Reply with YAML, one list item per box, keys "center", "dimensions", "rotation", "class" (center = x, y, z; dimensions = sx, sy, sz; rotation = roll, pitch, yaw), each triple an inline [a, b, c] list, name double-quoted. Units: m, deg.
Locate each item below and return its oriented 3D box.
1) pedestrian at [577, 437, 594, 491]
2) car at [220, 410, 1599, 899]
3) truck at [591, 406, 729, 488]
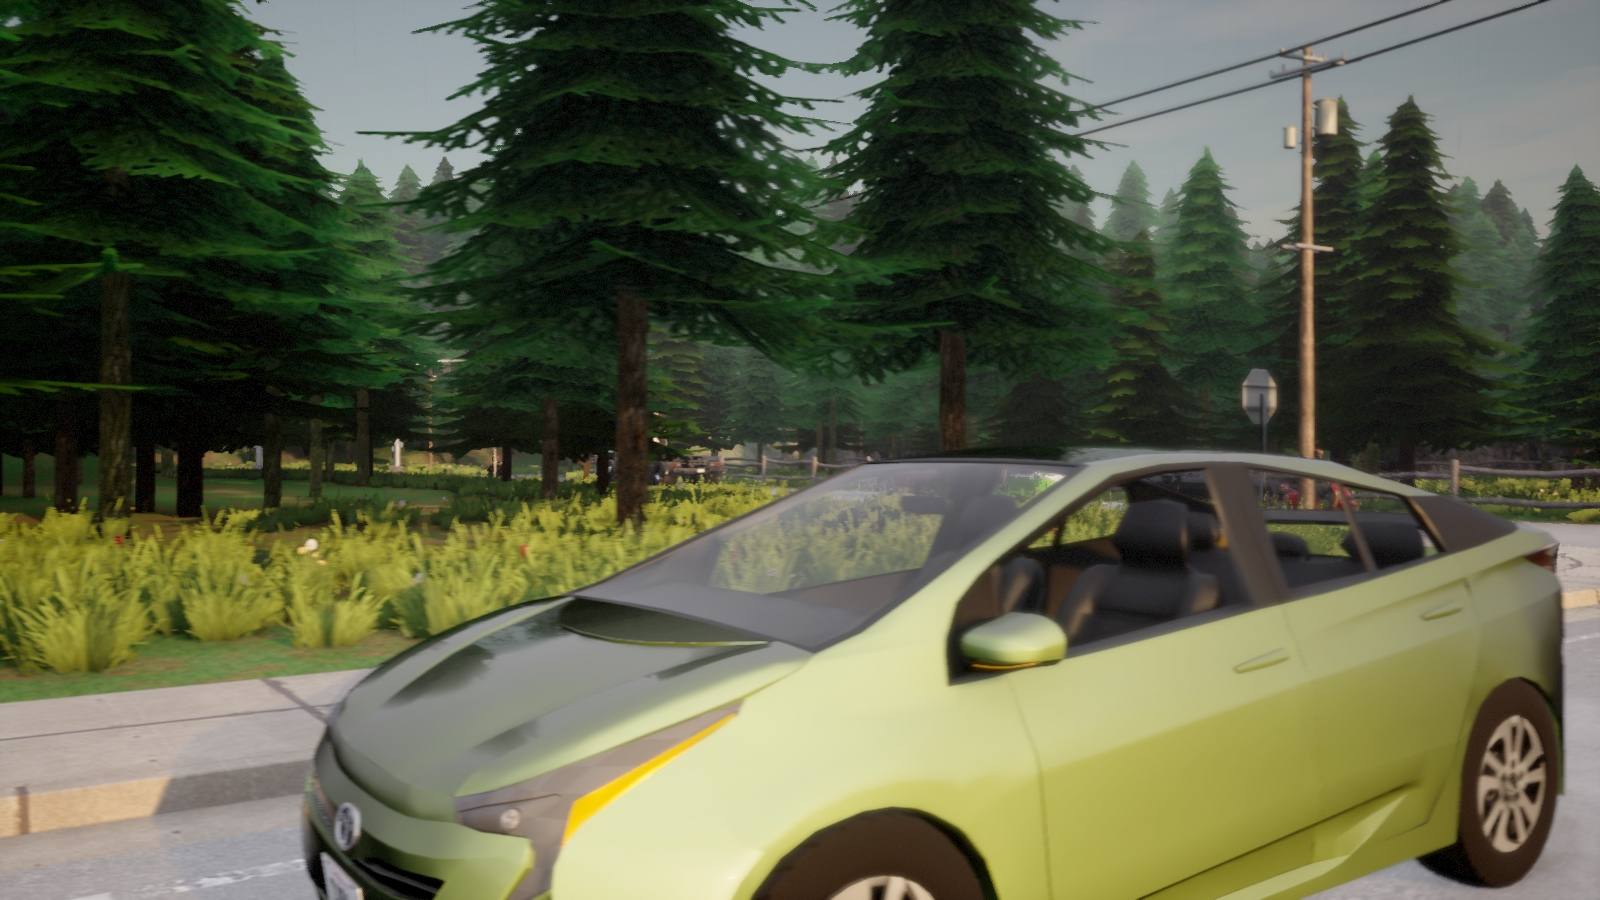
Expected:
- center: [-7.800, 0.509, 45.652]
  dimensions: [0.395, 1.930, 0.692]
  rotation: [0, 0, -33]
  class: "pedestrian"
- center: [0.721, 0.700, 4.161]
  dimensions: [4.514, 1.525, 2.007]
  rotation: [0, 0, -35]
  class: "car"
- center: [-6.487, -0.110, 57.002]
  dimensions: [2.891, 3.462, 7.936]
  rotation: [0, 0, -34]
  class: "truck"
